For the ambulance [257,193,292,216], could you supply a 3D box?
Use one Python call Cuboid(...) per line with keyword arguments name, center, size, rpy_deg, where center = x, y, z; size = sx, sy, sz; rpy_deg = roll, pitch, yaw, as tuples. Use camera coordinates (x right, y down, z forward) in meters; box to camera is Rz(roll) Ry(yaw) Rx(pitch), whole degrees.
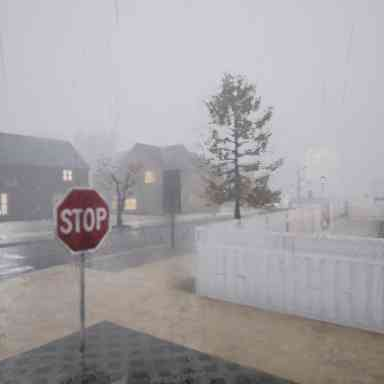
Cuboid(name="ambulance", center=(9.549, 1.382, 38.283), size=(2.351, 2.431, 6.366), rpy_deg=(-1, -1, 34))
